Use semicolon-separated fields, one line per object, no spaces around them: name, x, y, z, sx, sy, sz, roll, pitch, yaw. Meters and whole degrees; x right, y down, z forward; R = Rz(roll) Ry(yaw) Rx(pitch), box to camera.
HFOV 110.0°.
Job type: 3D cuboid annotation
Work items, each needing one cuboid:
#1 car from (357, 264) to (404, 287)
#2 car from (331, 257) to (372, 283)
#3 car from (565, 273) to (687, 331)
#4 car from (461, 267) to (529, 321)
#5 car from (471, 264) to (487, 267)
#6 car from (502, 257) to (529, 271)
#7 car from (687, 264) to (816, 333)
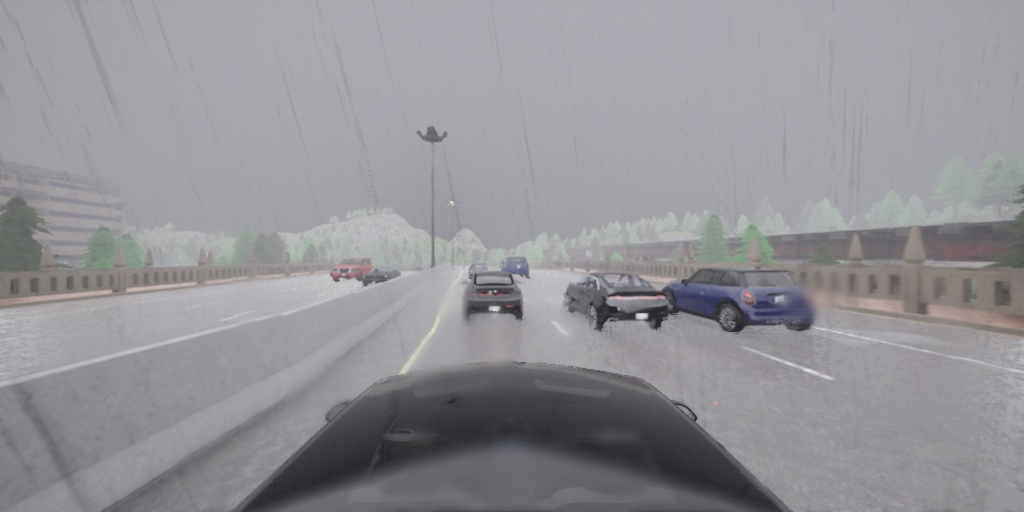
car;-9.494;1.482;26.326;1.895;1.301;4.718;0;0;-7
car;-13.587;1.142;31.012;2.150;2.045;5.566;0;-1;-7
car;2.952;1.256;11.112;2.128;1.511;4.902;0;0;-5
car;-0.719;1.294;12.782;1.837;1.490;4.892;0;0;-6
car;-3.127;1.418;33.631;2.033;1.411;5.357;0;0;-7
car;0.274;1.077;34.643;2.150;2.045;5.566;0;0;-7
car;6.457;1.098;10.952;2.097;1.767;4.553;0;0;-4
